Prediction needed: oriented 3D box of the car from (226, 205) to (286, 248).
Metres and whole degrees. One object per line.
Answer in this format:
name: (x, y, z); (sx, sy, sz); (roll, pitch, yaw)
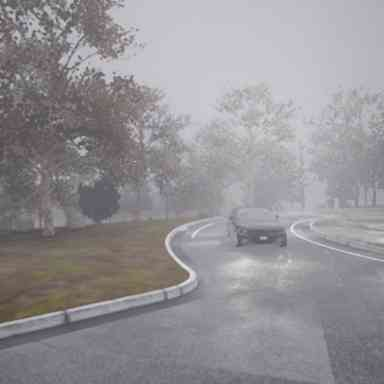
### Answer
car: (2.548, 1.341, 14.283); (1.882, 1.535, 5.008); (-1, 0, 1)
